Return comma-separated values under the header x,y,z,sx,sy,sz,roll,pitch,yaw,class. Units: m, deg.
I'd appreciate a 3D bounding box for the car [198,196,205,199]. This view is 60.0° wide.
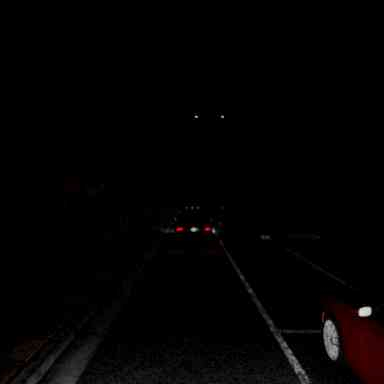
x,y,z,sx,sy,sz,roll,pitch,yaw,class
2.572,1.903,64.016,1.967,1.590,4.097,2,-1,0,car

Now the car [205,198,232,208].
x,y,z,sx,sy,sz,roll,pitch,yaw,class
2.627,1.524,30.696,2.192,1.841,5.009,2,0,0,car

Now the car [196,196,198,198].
x,y,z,sx,sy,sz,roll,pitch,yaw,class
2.526,2.316,90.760,1.947,1.339,4.313,1,-1,0,car

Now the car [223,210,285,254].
x,y,z,sx,sy,sz,roll,pitch,yaw,class
2.644,1.675,14.030,1.947,1.339,4.313,2,0,0,car

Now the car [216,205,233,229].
x,y,z,sx,sy,sz,roll,pitch,yaw,class
2.635,1.709,19.587,1.947,1.339,4.313,2,0,0,car

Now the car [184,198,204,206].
x,y,z,sx,sy,sz,roll,pitch,yaw,class
0.044,1.808,38.876,2.033,1.411,5.357,0,0,0,car

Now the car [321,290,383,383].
x,y,z,sx,sy,sz,roll,pitch,yaw,class
2.659,1.572,2.919,1.887,1.381,4.507,2,0,0,car

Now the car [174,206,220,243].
x,y,z,sx,sy,sz,roll,pitch,yaw,class
0.072,1.674,16.776,2.033,1.411,5.357,0,0,0,car
